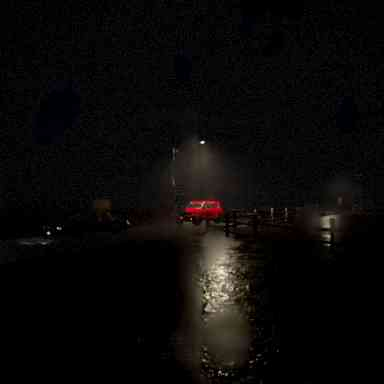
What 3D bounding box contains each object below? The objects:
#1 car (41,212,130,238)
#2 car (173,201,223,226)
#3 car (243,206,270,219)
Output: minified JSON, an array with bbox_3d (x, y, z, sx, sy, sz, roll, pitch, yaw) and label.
[{"bbox_3d":[-6.214,1.908,20.177,2.033,1.411,5.357,-1,-2,36],"label":"car"},{"bbox_3d":[0.666,1.862,29.879,2.150,2.045,5.566,-1,-2,35],"label":"car"},{"bbox_3d":[7.784,2.446,39.879,1.837,1.490,4.892,-1,-2,36],"label":"car"}]
